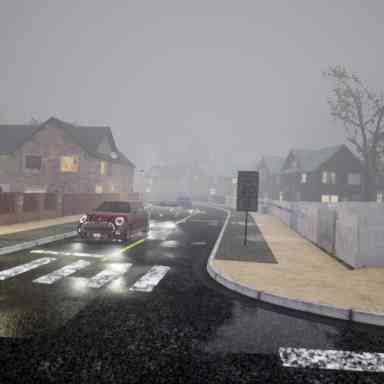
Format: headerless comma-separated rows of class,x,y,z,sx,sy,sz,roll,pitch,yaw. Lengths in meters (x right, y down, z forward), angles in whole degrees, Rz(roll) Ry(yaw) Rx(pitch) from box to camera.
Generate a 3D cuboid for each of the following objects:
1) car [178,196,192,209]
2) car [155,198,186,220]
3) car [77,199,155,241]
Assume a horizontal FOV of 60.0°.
car,-1.046,1.277,41.559,1.882,1.535,5.008,2,0,-5
car,-1.990,1.399,26.682,1.895,1.301,4.718,3,0,7
car,-3.487,1.158,15.584,2.097,1.767,4.553,3,0,8
